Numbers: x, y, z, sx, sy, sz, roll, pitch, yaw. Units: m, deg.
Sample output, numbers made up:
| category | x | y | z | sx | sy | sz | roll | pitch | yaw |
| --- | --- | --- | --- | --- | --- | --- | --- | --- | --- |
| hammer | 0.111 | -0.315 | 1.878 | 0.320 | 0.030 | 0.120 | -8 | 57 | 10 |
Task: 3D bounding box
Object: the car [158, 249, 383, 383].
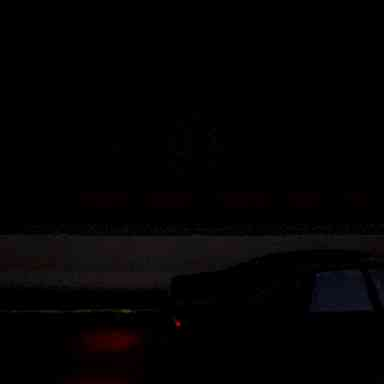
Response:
| category | x | y | z | sx | sy | sz | roll | pitch | yaw |
| --- | --- | --- | --- | --- | --- | --- | --- | --- | --- |
| car | 2.210 | 1.578 | 4.706 | 5.357 | 1.411 | 2.033 | 1 | 0 | -6 |
